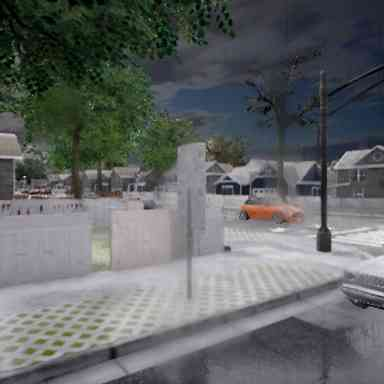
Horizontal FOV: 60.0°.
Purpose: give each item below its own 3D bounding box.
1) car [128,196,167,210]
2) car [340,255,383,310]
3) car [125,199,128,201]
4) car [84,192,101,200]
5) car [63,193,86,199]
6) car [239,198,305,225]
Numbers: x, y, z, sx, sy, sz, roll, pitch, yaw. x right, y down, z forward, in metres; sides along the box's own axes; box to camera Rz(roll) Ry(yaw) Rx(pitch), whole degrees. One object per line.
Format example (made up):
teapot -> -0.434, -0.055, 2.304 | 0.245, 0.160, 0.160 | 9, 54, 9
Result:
car -> -3.096, 1.372, 28.610 | 2.033, 1.411, 5.357 | 0, 0, -37
car -> 4.982, 1.559, 6.650 | 4.718, 1.301, 1.895 | 0, 0, -37
car -> -5.817, 1.242, 37.516 | 1.882, 1.535, 5.008 | 0, 1, -37
car -> -15.361, 0.709, 50.129 | 1.837, 1.490, 4.892 | 0, 1, -37
car -> -17.115, 1.170, 47.051 | 1.895, 1.301, 4.718 | 0, 1, -37
car -> 5.424, 1.190, 22.834 | 2.097, 1.767, 4.553 | 0, 0, -37
